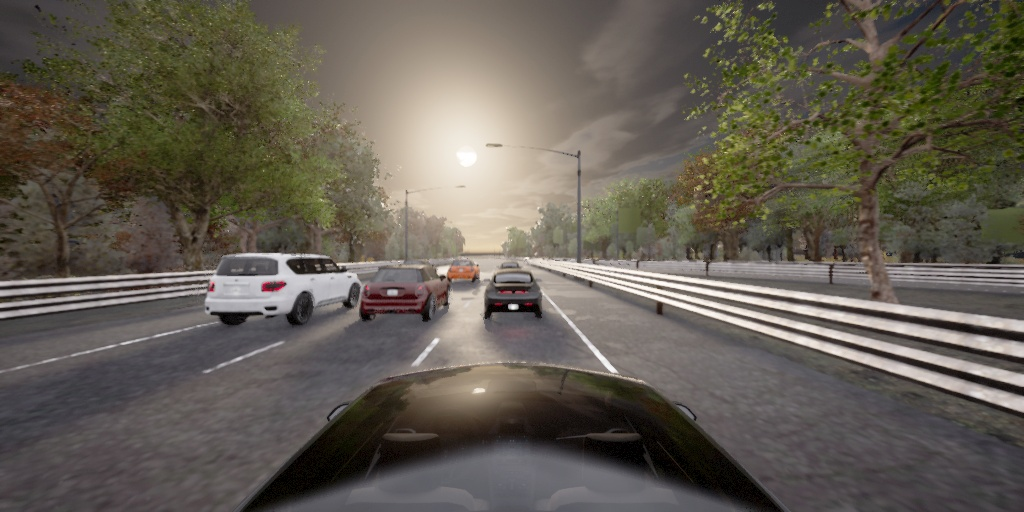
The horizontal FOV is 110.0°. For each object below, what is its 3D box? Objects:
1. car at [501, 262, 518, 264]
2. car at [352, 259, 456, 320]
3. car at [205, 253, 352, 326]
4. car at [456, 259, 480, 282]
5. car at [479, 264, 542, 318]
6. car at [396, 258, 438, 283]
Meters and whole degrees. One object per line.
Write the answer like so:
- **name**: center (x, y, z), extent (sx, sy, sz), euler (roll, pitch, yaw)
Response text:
- **car**: center (-0.174, 1.182, 28.297), extent (1.837, 1.490, 4.892), euler (0, 0, -1)
- **car**: center (-3.472, 1.070, 12.530), extent (2.097, 1.767, 4.553), euler (0, 0, 0)
- **car**: center (-6.961, 0.942, 11.724), extent (2.150, 2.045, 5.566), euler (0, 0, 0)
- **car**: center (-3.666, 1.033, 27.725), extent (2.097, 1.767, 4.553), euler (0, 0, -1)
- **car**: center (0.029, 1.220, 12.865), extent (1.837, 1.490, 4.892), euler (0, 0, 0)
- **car**: center (-7.166, 1.034, 27.669), extent (2.097, 1.767, 4.553), euler (0, 0, -1)
